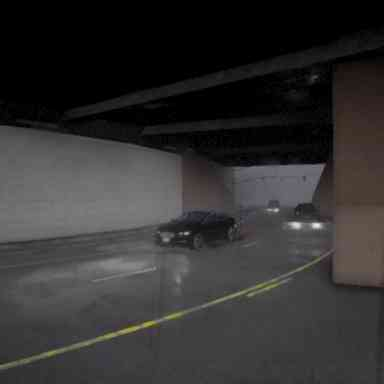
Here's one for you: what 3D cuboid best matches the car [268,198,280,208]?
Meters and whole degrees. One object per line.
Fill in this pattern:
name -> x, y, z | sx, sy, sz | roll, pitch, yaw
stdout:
car -> 13.821, 1.830, 55.831 | 2.128, 1.511, 4.902 | -1, 0, 16

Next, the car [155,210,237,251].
car -> 0.350, 1.599, 14.983 | 2.128, 1.511, 4.902 | 0, 0, 34

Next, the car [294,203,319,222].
car -> 9.591, 1.660, 28.012 | 1.812, 1.442, 4.674 | -1, 0, 16
